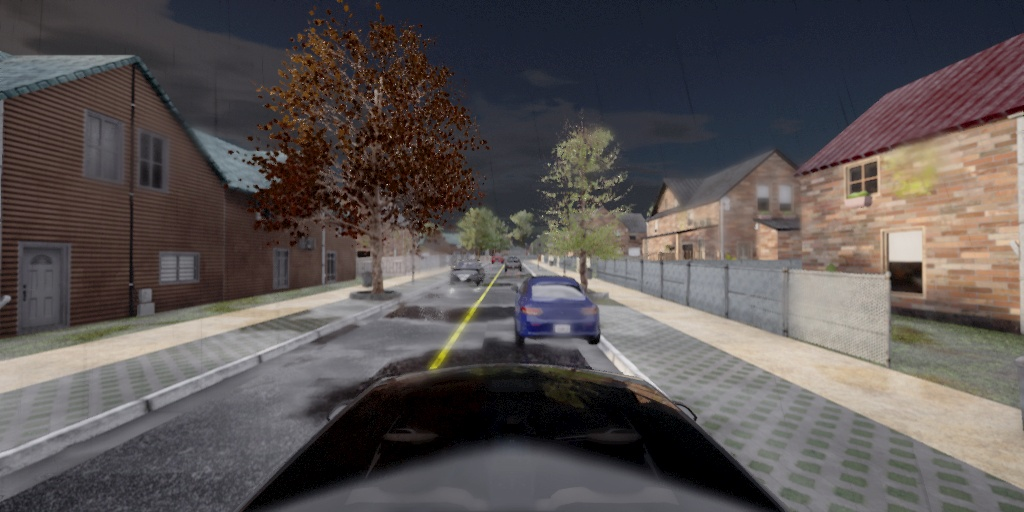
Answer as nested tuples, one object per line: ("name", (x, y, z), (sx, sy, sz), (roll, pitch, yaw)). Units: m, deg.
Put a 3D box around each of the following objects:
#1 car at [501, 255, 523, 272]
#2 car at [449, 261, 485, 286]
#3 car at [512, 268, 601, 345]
("car", (0.146, 0.919, 39.940), (2.128, 1.511, 4.902), (0, 0, 0))
("car", (-2.812, 1.057, 23.246), (2.128, 1.511, 4.902), (0, 0, 0))
("car", (0.977, 1.212, 9.183), (1.812, 1.442, 4.674), (0, 1, 0))
